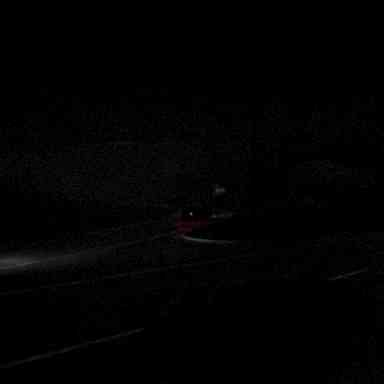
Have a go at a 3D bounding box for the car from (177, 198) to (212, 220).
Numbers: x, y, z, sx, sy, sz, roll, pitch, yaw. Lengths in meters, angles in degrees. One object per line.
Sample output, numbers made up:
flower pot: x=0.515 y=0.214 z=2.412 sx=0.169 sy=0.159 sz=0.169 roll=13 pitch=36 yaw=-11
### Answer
car: x=0.498 y=1.517 z=28.180 sx=1.812 sy=1.442 sz=4.674 roll=0 pitch=0 yaw=14

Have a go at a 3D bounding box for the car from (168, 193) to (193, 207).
car: x=-1.681 y=1.208 z=48.160 sx=2.150 sy=2.045 sz=5.566 roll=0 pitch=0 yaw=-25
